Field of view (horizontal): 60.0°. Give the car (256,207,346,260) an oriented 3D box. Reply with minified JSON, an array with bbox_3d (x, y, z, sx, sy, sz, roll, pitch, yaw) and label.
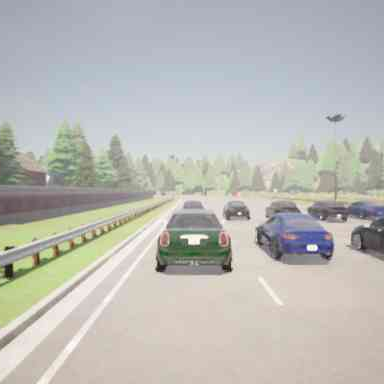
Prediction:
[{"bbox_3d":[3.581,1.485,12.170,1.812,1.442,4.674,0,0,0],"label":"car"}]

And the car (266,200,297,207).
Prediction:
[{"bbox_3d":[7.079,1.420,26.294,1.837,1.490,4.892,0,1,0],"label":"car"}]

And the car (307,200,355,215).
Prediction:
[{"bbox_3d":[10.579,1.420,26.298,1.837,1.490,4.892,0,1,0],"label":"car"}]

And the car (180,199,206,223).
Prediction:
[{"bbox_3d":[0.079,1.421,26.335,1.837,1.490,4.892,0,1,0],"label":"car"}]

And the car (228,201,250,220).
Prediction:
[{"bbox_3d":[3.586,1.437,27.225,1.812,1.442,4.674,0,0,0],"label":"car"}]

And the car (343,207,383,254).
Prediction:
[{"bbox_3d":[7.072,1.468,10.946,1.837,1.490,4.892,0,0,0],"label":"car"}]

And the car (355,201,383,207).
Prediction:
[{"bbox_3d":[14.084,1.435,27.234,1.812,1.442,4.674,0,0,0],"label":"car"}]

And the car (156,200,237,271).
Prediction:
[{"bbox_3d":[0.072,1.315,10.906,2.097,1.767,4.553,0,0,0],"label":"car"}]
